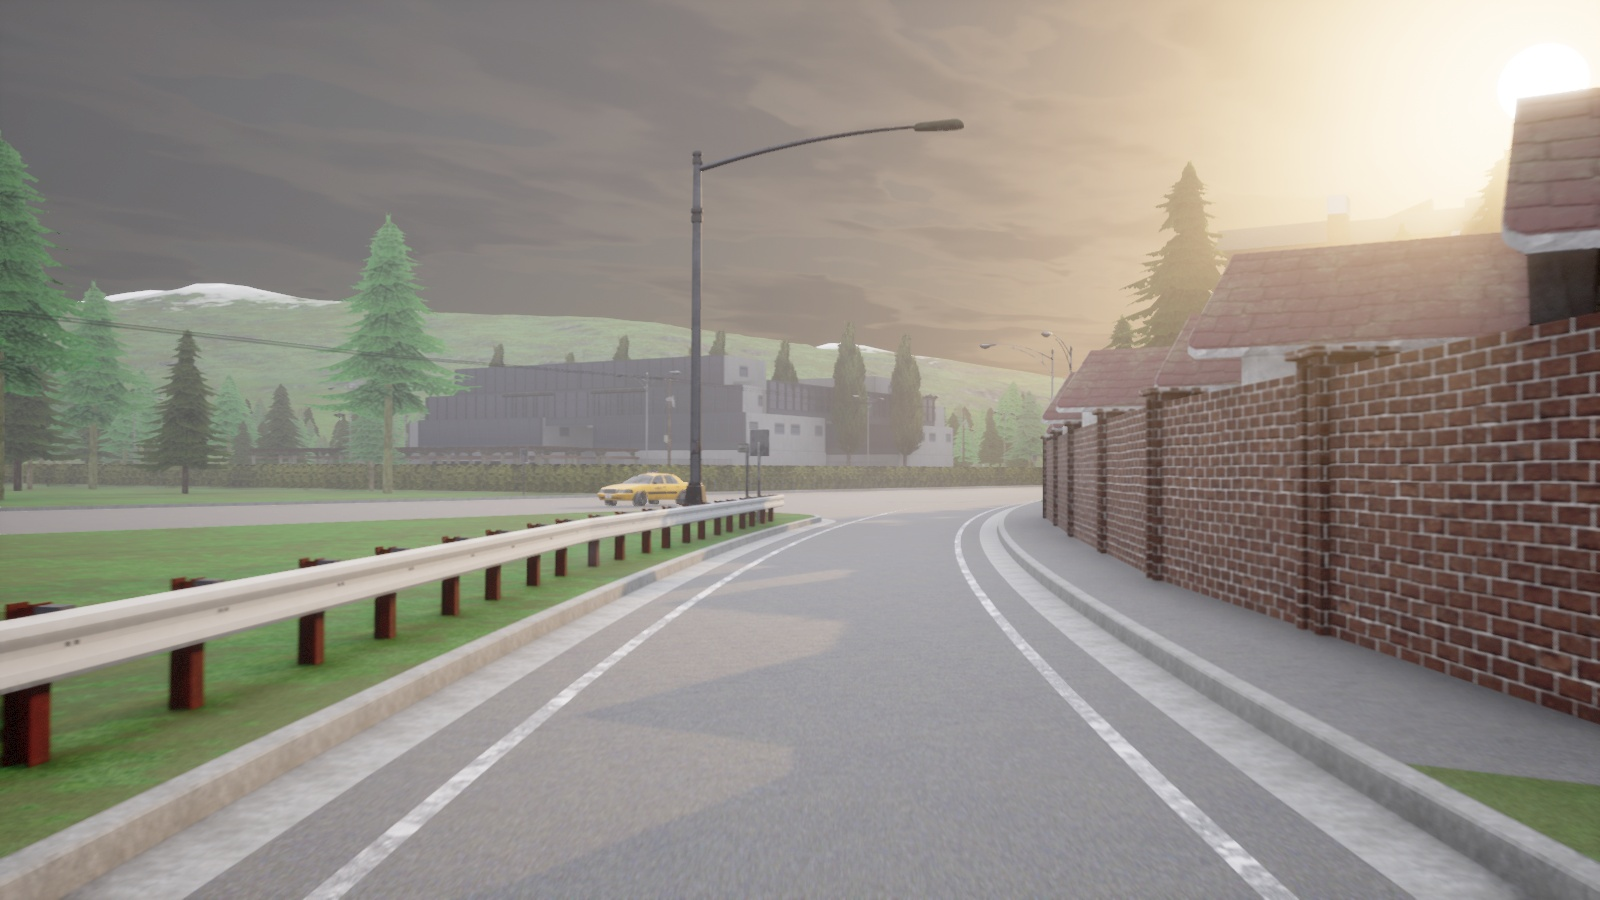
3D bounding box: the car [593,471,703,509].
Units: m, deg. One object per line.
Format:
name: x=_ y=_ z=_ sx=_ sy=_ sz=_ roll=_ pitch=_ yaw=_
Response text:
car: x=-6.585 y=1.702 z=55.121 sx=1.801 sy=1.575 sz=5.366 roll=-1 pitch=-1 yaw=32
